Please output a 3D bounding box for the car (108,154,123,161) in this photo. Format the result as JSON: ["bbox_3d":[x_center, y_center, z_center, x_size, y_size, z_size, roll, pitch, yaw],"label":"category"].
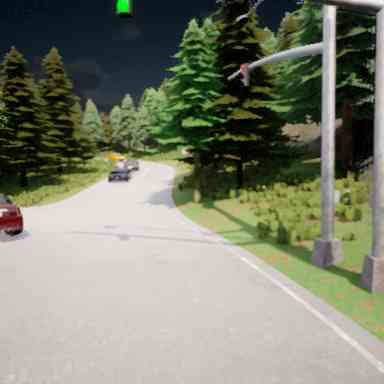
[{"bbox_3d":[-13.311,-6.058,58.991,1.882,1.535,5.008,-4,10,-34],"label":"car"}]

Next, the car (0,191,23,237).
[{"bbox_3d":[-8.191,0.644,11.702,4.553,1.767,2.097,3,4,26],"label":"car"}]

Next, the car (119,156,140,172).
[{"bbox_3d":[-7.942,-3.574,43.996,2.128,1.511,4.902,-2,10,-6],"label":"car"}]

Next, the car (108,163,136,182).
[{"bbox_3d":[-7.267,-1.860,33.889,1.994,1.385,4.181,-2,9,-2],"label":"car"}]
